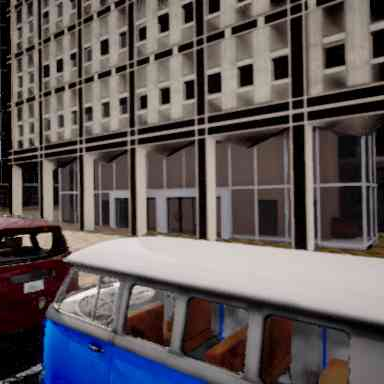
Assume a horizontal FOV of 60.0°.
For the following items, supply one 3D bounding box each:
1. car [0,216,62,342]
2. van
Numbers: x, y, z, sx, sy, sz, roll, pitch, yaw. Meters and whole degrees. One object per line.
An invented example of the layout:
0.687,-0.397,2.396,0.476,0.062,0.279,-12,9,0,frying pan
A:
-4.028,1.332,5.765,5.009,1.841,2.192,0,-1,35,car
0.468,1.344,2.560,3.998,1.788,1.690,0,-1,35,van
